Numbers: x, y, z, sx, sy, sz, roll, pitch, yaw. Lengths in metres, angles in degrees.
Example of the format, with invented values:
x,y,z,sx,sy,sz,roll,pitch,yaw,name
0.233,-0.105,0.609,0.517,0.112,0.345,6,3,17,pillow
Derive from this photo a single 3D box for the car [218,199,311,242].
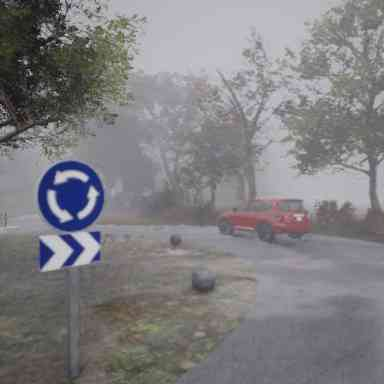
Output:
x,y,z,sx,sy,sz,roll,pitch,yaw,name
3.589,1.369,17.504,2.150,2.045,5.566,0,-1,-29,car
